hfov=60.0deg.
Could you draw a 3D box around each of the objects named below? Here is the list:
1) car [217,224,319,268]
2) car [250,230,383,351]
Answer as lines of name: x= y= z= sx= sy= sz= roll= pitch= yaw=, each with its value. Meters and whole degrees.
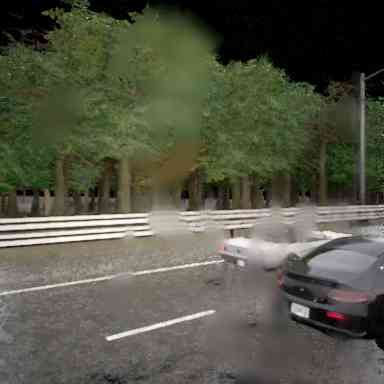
car: x=3.148 y=1.617 z=10.123 sx=4.718 sy=1.301 sz=1.895 roll=0 pitch=0 yaw=-34
car: x=3.444 y=1.537 z=6.081 sx=4.674 sy=1.442 sz=1.812 roll=0 pitch=0 yaw=-35
